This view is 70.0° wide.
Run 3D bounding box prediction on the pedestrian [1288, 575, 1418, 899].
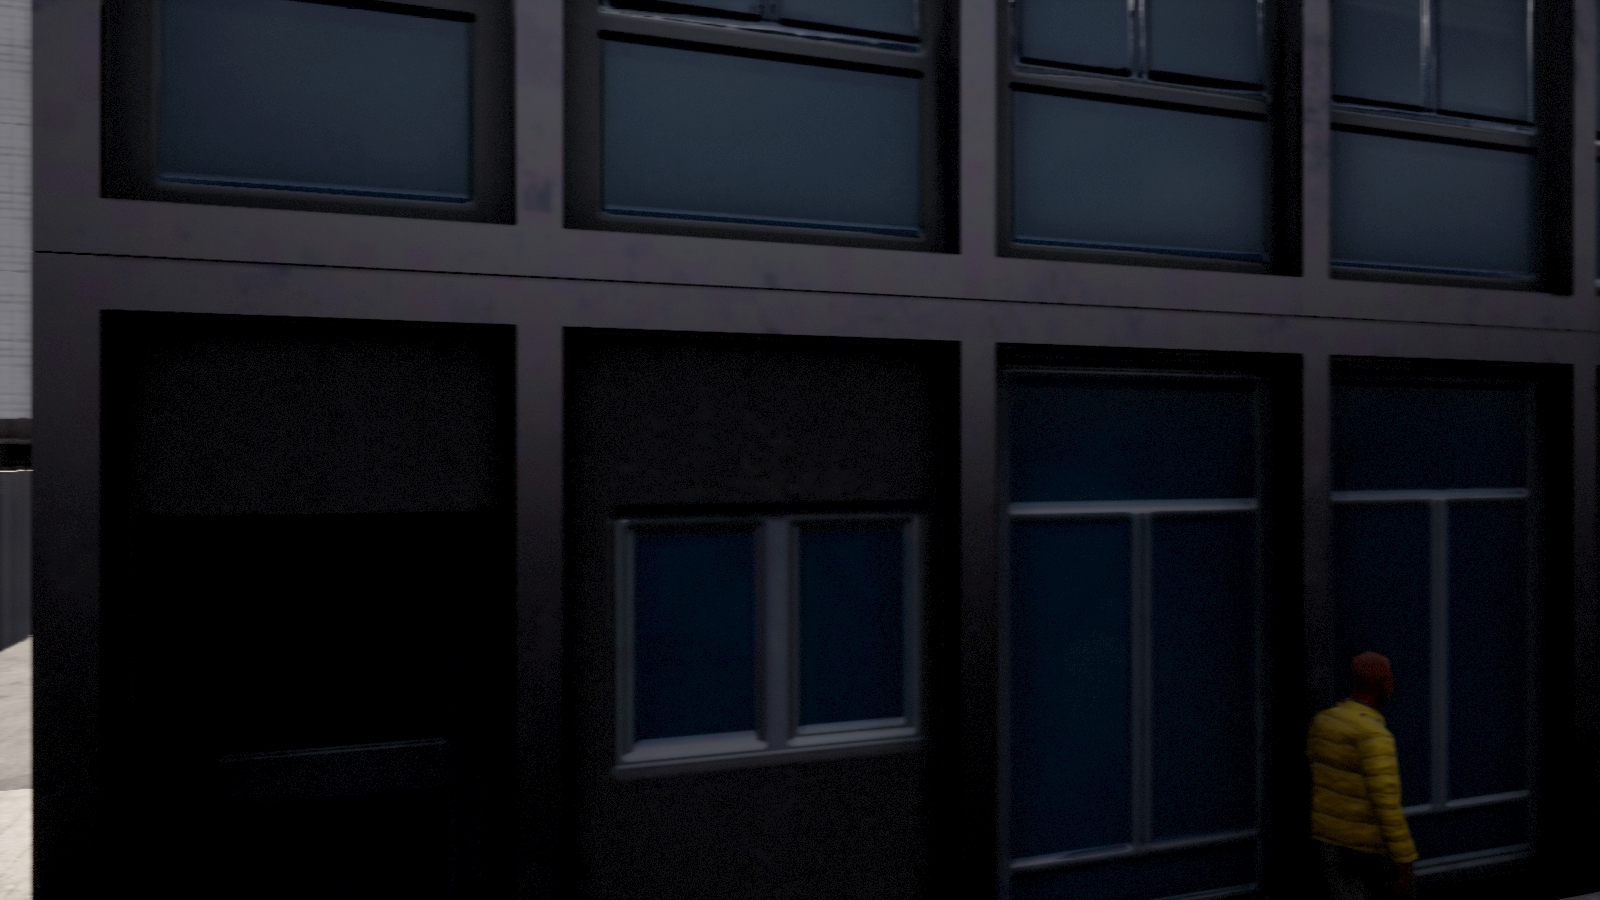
[{"bbox_3d":[2.501,1.523,5.179,0.375,1.860,0.375,0,0,-21],"label":"pedestrian"}]
